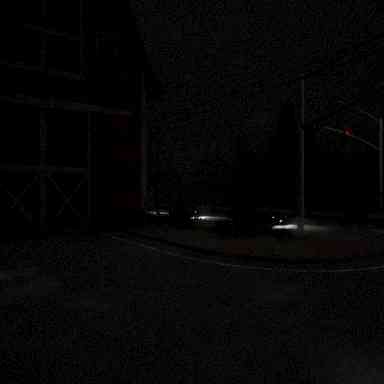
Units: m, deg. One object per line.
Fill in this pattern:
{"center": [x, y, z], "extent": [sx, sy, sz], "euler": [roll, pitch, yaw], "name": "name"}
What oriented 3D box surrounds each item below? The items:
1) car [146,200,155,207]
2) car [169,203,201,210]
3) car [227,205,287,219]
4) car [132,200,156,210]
{"center": [-6.858, 1.886, 43.425], "extent": [1.895, 1.301, 4.718], "euler": [0, 0, -34], "name": "car"}
{"center": [-0.745, 1.792, 34.496], "extent": [1.994, 1.385, 4.181], "euler": [0, 0, -34], "name": "car"}
{"center": [4.918, 1.723, 26.225], "extent": [2.033, 1.411, 5.357], "euler": [0, 0, -34], "name": "car"}
{"center": [-7.350, 1.890, 50.681], "extent": [1.994, 1.385, 4.181], "euler": [0, 0, -34], "name": "car"}
